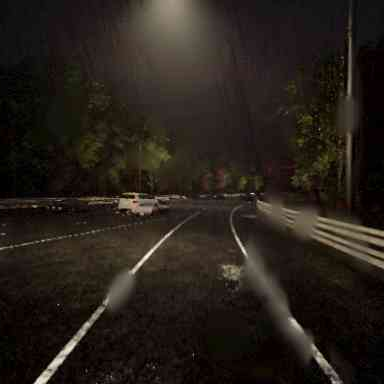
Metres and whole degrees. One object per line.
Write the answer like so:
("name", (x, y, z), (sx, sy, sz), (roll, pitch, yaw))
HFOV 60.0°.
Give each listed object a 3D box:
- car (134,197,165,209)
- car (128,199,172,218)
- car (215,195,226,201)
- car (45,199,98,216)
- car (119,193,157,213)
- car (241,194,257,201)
("car", (-5.640, 1.404, 45.201), (2.033, 1.411, 5.357), (1, 0, 19))
("car", (-3.452, 1.545, 29.717), (1.895, 1.301, 4.718), (1, 0, 19))
("car", (7.177, 1.421, 83.402), (1.812, 1.442, 4.674), (1, 0, 19))
("car", (-10.725, 1.375, 30.031), (2.033, 1.411, 5.357), (1, 0, 19))
("car", (-5.484, 1.120, 34.640), (2.150, 2.045, 5.566), (1, 0, 19))
("car", (13.887, 1.491, 81.395), (1.882, 1.535, 5.008), (1, 0, 19))
